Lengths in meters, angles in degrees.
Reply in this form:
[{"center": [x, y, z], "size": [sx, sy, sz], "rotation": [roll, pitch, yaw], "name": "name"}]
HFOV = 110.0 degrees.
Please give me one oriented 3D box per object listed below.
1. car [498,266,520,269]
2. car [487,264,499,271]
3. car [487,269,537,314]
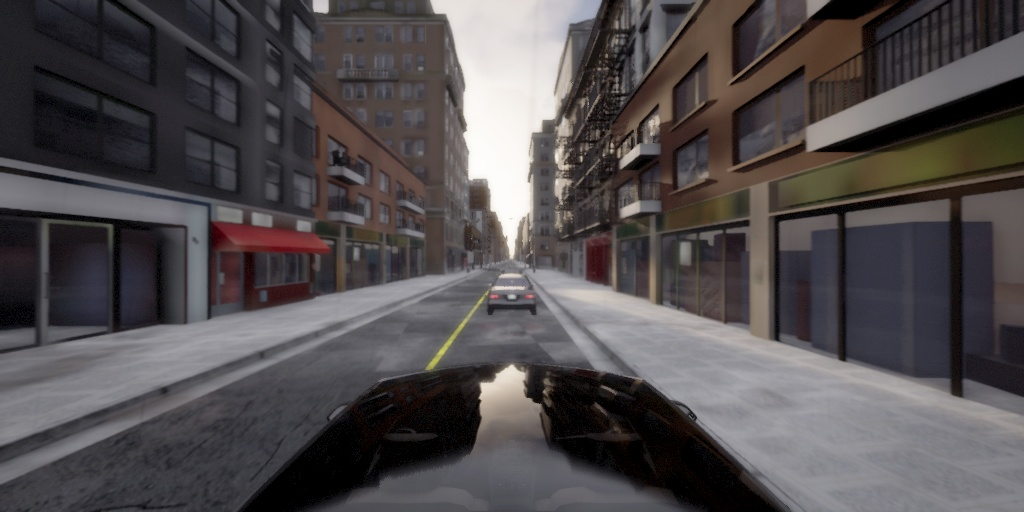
[{"center": [0.014, 1.649, 30.103], "size": [1.895, 1.301, 4.718], "rotation": [0, -1, 1], "name": "car"}, {"center": [-3.021, 1.945, 59.339], "size": [1.895, 1.301, 4.718], "rotation": [0, -1, 0], "name": "car"}, {"center": [0.008, 1.427, 14.364], "size": [2.033, 1.411, 5.357], "rotation": [0, -1, 0], "name": "car"}]
